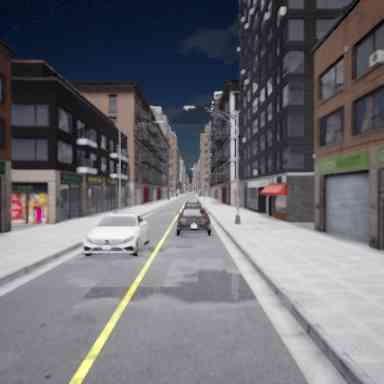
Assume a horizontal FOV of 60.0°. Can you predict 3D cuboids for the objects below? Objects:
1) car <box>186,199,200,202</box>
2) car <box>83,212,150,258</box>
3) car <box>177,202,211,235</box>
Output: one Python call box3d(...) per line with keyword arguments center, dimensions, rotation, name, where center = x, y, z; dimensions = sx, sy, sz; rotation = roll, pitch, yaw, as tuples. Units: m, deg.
box3d(center=(0.104, 1.521, 37.423), dimensions=(2.128, 1.511, 4.902), rotation=(0, 0, 0), name="car")
box3d(center=(-2.748, 1.536, 13.034), dimensions=(1.812, 1.442, 4.674), rotation=(0, 0, 0), name="car")
box3d(center=(0.103, 1.541, 18.764), dimensions=(1.812, 1.442, 4.674), rotation=(0, 0, 0), name="car")
